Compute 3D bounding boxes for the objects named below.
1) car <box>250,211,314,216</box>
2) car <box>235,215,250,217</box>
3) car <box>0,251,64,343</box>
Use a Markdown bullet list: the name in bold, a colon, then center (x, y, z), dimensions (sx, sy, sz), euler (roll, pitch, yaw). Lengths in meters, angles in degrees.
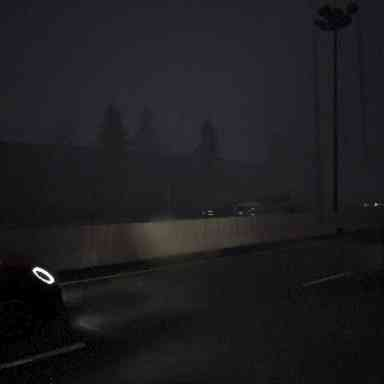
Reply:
- **car**: center (6.275, 1.521, 21.397), dimensions (4.718, 1.301, 1.895), euler (0, 0, -36)
- **car**: center (5.680, 1.132, 25.289), dimensions (5.566, 2.045, 2.150), euler (-1, 0, -36)
- **car**: center (-4.374, 1.354, 4.926), dimensions (4.553, 1.767, 2.097), euler (0, 0, -35)
